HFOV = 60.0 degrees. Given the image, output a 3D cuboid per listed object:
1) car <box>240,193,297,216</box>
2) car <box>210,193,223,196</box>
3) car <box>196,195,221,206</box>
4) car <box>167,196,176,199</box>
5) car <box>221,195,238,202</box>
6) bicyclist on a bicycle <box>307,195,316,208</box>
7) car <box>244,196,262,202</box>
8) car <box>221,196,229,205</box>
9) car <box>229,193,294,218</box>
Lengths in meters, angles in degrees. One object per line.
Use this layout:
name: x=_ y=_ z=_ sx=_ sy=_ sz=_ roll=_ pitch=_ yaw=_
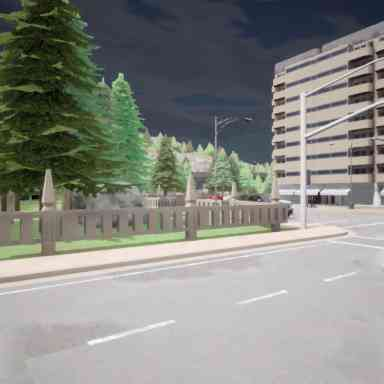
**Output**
car: x=7.409 y=1.166 z=32.889 sx=2.150 sy=2.045 sz=5.566 roll=0 pitch=0 yaw=-32
car: x=4.736 y=1.166 z=65.202 sx=2.150 sy=2.045 sz=5.566 roll=0 pitch=0 yaw=14
car: x=0.929 y=1.422 z=37.449 sx=1.882 sy=1.535 sz=5.008 roll=0 pitch=0 yaw=-25
car: x=-3.319 y=1.422 z=52.822 sx=1.882 sy=1.535 sz=5.008 roll=0 pitch=0 yaw=-3
car: x=8.518 y=1.469 z=75.156 sx=1.812 sy=1.442 sz=4.674 roll=0 pitch=0 yaw=32
bicyclist on a bicycle: x=15.252 y=1.245 z=42.431 sx=1.656 sy=1.620 sz=0.582 roll=0 pitch=0 yaw=-29
car: x=14.233 y=1.540 z=77.266 sx=1.895 sy=1.301 sz=4.718 roll=0 pitch=0 yaw=40
car: x=2.601 y=1.545 z=42.042 sx=1.895 sy=1.301 sz=4.718 roll=0 pitch=0 yaw=-20
car: x=6.022 y=1.166 z=28.626 sx=2.150 sy=2.045 sz=5.566 roll=0 pitch=0 yaw=-33
